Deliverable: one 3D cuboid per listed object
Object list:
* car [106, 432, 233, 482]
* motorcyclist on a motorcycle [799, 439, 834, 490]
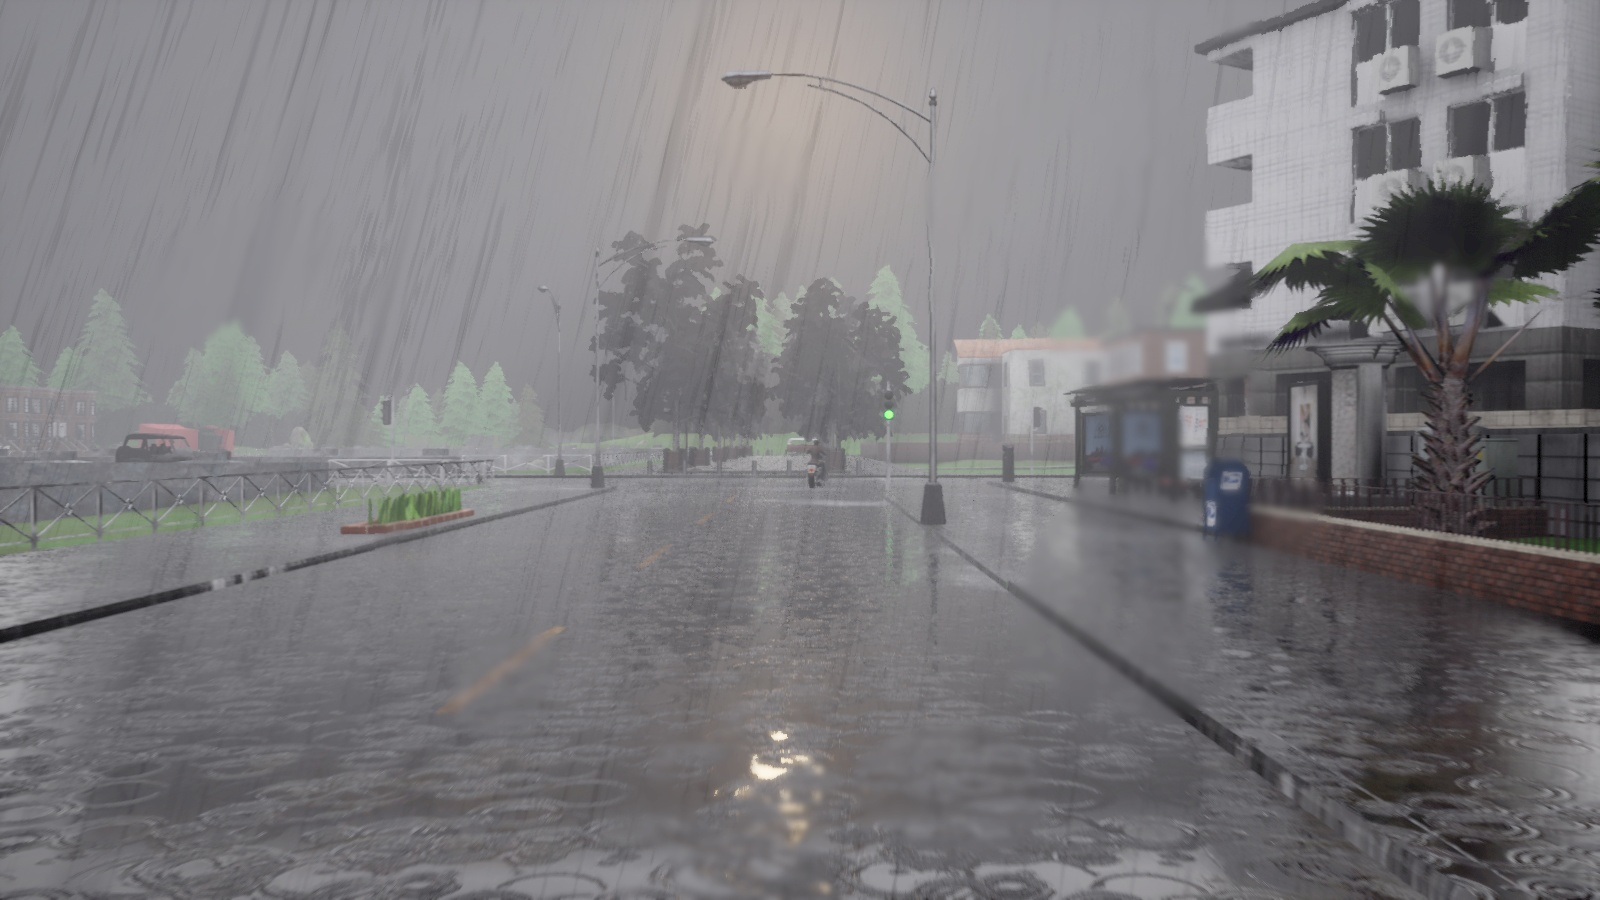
[{"bbox_3d":[-23.889,0.254,47.685,3.866,1.878,1.905,0,0,0],"label":"car"},{"bbox_3d":[0.577,0.459,42.233,0.766,1.649,2.350,1,0,10],"label":"motorcyclist on a motorcycle"}]
